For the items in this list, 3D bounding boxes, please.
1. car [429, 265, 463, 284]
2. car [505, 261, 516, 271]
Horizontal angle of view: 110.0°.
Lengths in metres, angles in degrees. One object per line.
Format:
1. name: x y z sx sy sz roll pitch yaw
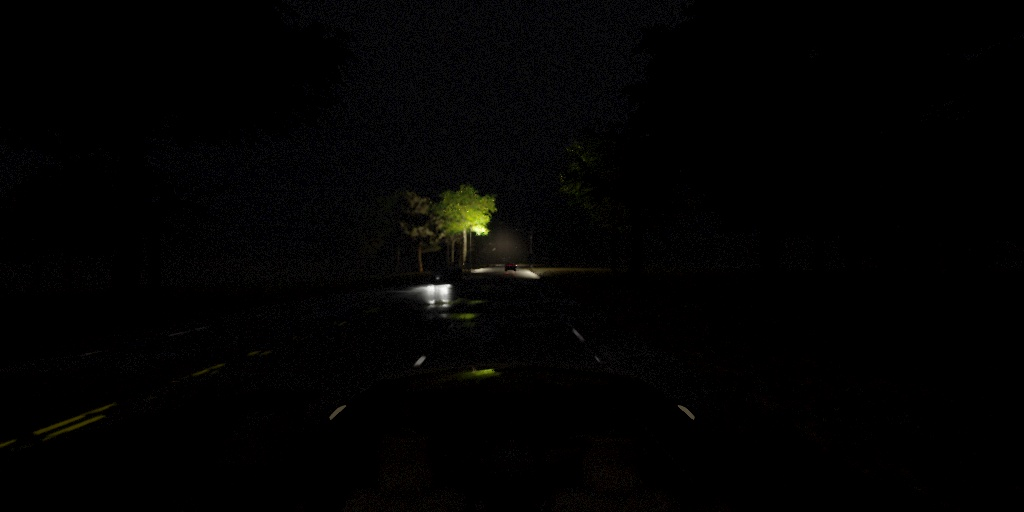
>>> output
1. car: -5.438 1.482 30.126 2.128 1.511 4.902 0 -1 7
2. car: -0.271 1.879 63.030 2.128 1.511 4.902 0 -1 0
